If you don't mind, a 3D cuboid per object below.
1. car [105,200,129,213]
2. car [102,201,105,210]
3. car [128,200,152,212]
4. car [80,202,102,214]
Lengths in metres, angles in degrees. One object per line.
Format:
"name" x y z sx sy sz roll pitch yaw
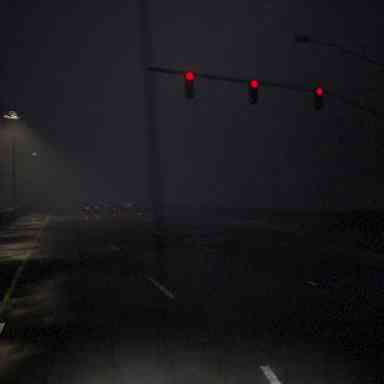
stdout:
"car" -10.623 2.239 46.899 1.895 1.301 4.718 -1 0 -22
"car" -14.326 2.207 56.160 1.837 1.490 4.892 -1 0 -22
"car" -7.355 1.917 48.138 2.097 1.767 4.553 -1 0 -22
"car" -13.863 2.236 45.573 1.812 1.442 4.674 -1 0 -22
